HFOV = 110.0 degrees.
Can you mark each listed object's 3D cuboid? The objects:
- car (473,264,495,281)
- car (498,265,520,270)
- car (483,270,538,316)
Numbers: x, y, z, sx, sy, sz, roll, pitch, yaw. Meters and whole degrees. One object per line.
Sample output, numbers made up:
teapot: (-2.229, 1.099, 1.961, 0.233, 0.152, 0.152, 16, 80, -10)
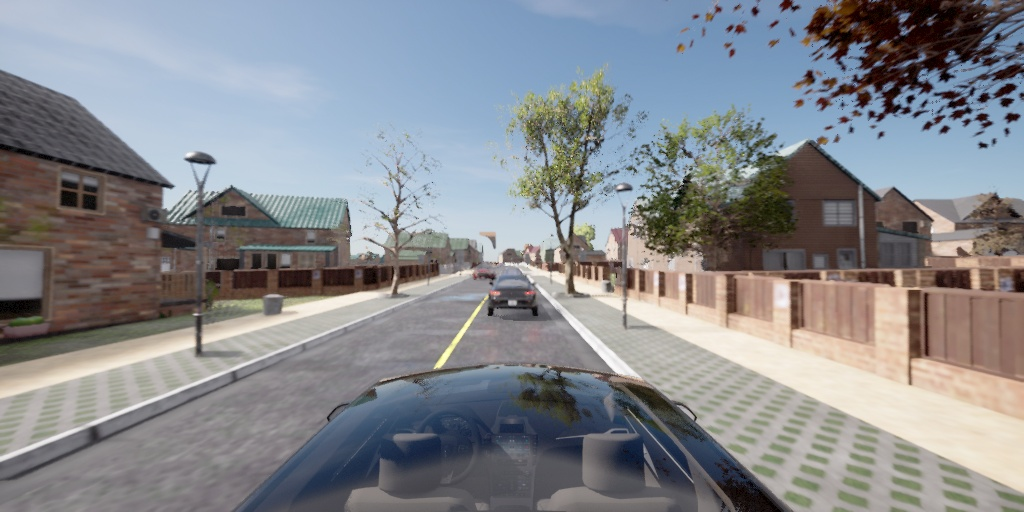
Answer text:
car: (-2.813, 1.586, 37.107, 2.097, 1.767, 4.553, 0, -1, 0)
car: (0.011, 1.645, 27.050, 2.033, 1.411, 5.357, 0, -1, 0)
car: (0.039, 1.448, 14.273, 1.812, 1.442, 4.674, 0, -1, 1)
